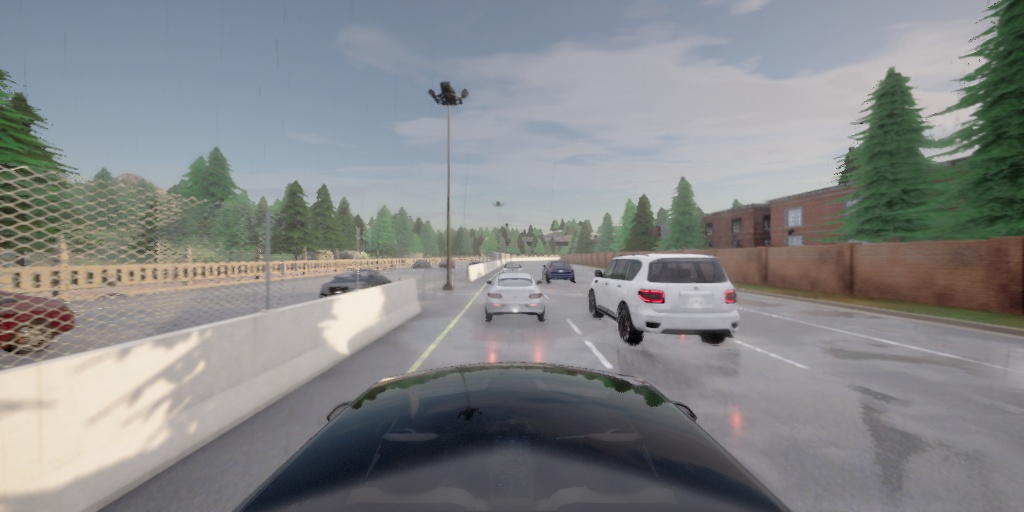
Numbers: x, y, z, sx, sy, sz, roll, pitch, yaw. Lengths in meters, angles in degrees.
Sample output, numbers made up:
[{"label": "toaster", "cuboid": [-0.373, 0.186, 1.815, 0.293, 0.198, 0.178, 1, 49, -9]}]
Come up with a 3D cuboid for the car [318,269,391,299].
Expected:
[{"label": "car", "cuboid": [-7.125, 1.315, 16.659, 1.994, 1.385, 4.181, 0, 0, 0]}]

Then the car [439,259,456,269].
[{"label": "car", "cuboid": [-10.045, 1.230, 55.689, 1.882, 1.535, 5.008, 0, 0, 2]}]

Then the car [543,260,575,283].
[{"label": "car", "cuboid": [3.549, 1.103, 28.002, 2.097, 1.767, 4.553, 0, 0, 0]}]

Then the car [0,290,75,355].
[{"label": "car", "cuboid": [-10.600, 1.276, 5.984, 1.812, 1.442, 4.674, 0, 0, 0]}]

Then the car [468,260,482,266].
[{"label": "car", "cuboid": [-6.357, 1.319, 62.582, 1.994, 1.385, 4.181, 0, 0, 2]}]

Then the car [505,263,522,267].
[{"label": "car", "cuboid": [0.125, 1.352, 33.874, 1.895, 1.301, 4.718, 0, 0, 1]}]

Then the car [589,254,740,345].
[{"label": "car", "cuboid": [3.612, 0.971, 9.659, 2.150, 2.045, 5.566, 0, 0, 0]}]

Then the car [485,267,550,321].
[{"label": "car", "cuboid": [0.087, 1.276, 12.345, 1.812, 1.442, 4.674, 0, 0, 0]}]

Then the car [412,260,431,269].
[{"label": "car", "cuboid": [-13.583, 1.316, 54.115, 1.994, 1.385, 4.181, 0, 0, 2]}]
